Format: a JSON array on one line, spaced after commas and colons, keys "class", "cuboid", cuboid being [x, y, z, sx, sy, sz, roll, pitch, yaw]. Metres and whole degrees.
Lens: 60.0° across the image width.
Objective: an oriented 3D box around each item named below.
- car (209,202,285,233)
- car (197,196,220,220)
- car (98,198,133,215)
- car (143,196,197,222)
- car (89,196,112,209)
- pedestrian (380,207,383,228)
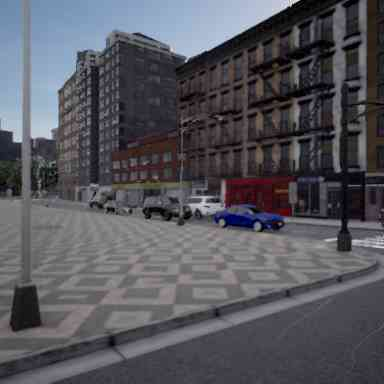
[{"class": "car", "cuboid": [3.558, 1.600, 21.111, 1.882, 1.535, 5.008, 0, -1, -37]}, {"class": "car", "cuboid": [0.464, 1.425, 30.770, 2.150, 2.045, 5.566, 0, -1, -36]}, {"class": "car", "cuboid": [-8.322, 1.749, 37.368, 2.128, 1.511, 4.902, 0, -1, -36]}, {"class": "car", "cuboid": [-2.288, 1.415, 29.112, 2.150, 2.045, 5.566, 0, -1, -36]}, {"class": "car", "cuboid": [-13.623, 1.568, 49.963, 2.150, 2.045, 5.566, 0, 0, -36]}, {"class": "pedestrian", "cuboid": [11.781, 1.527, 20.446, 0.375, 1.300, 0.375, 0, 0, -36]}]
